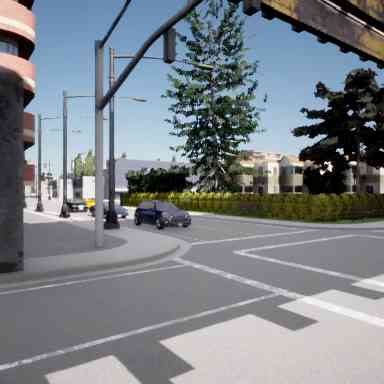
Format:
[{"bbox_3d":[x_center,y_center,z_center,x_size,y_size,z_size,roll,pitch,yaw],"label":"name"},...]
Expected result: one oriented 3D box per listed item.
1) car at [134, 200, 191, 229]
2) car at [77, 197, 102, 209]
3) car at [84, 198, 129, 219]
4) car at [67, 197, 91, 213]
[{"bbox_3d":[-1.988,1.352,21.656,2.097,1.767,4.553,0,0,-35],"label":"car"},{"bbox_3d":[-14.086,1.478,45.302,1.882,1.535,5.008,0,0,-34],"label":"car"},{"bbox_3d":[-7.462,1.547,29.435,2.033,1.411,5.357,0,0,-35],"label":"car"},{"bbox_3d":[-13.318,1.492,37.788,2.128,1.511,4.902,0,0,-35],"label":"car"}]
